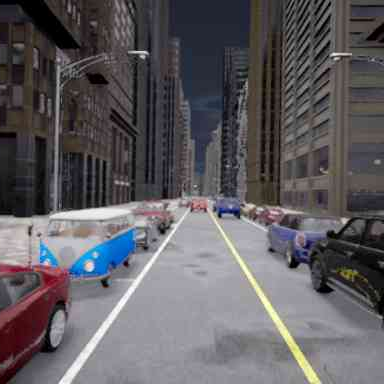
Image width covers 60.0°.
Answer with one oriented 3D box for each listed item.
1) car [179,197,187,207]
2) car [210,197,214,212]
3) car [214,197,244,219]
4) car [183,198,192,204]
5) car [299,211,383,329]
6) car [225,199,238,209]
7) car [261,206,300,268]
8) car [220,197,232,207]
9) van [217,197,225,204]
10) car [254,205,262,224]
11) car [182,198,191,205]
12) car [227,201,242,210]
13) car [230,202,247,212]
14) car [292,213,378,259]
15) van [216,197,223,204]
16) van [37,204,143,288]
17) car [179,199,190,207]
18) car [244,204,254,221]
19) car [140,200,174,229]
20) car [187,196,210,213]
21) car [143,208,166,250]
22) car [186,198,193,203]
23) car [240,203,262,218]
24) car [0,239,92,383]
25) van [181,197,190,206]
[{"bbox_3d":[-1.536,2.090,59.630,1.802,1.307,4.206,1,-1,1],"label":"car"},{"bbox_3d":[3.939,1.840,46.099,2.097,1.767,4.553,1,-1,1],"label":"car"},{"bbox_3d":[3.716,1.594,34.212,2.150,2.045,5.566,1,-1,2],"label":"car"},{"bbox_3d":[-1.046,2.295,82.097,1.947,1.339,4.313,1,-1,1],"label":"car"},{"bbox_3d":[3.965,1.356,6.107,2.150,2.045,5.566,1,-1,1],"label":"car"},{"bbox_3d":[6.988,2.113,59.459,1.967,1.590,4.097,1,-1,1],"label":"car"},{"bbox_3d":[4.091,1.538,12.045,2.097,1.767,4.553,1,0,1],"label":"car"},{"bbox_3d":[7.236,2.098,70.694,2.192,1.841,5.009,1,-1,1],"label":"car"},{"bbox_3d":[7.603,2.291,87.546,1.690,1.788,3.998,1,-1,1],"label":"van"},{"bbox_3d":[6.250,1.931,25.755,1.802,1.307,4.206,1,-1,1],"label":"car"},{"bbox_3d":[-1.168,2.218,76.480,1.887,1.381,4.507,1,-1,1],"label":"car"},{"bbox_3d":[6.863,2.163,53.841,1.887,1.381,4.507,1,-1,1],"label":"car"},{"bbox_3d":[6.740,2.129,48.223,1.947,1.339,4.313,1,-1,1],"label":"car"},{"bbox_3d":[6.009,1.773,14.690,1.752,1.417,4.829,1,-1,1],"label":"car"},{"bbox_3d":[7.726,2.347,93.163,1.690,1.788,3.998,1,-1,1],"label":"van"},{"bbox_3d":[-2.635,1.370,9.081,1.690,1.788,3.998,1,-1,1],"label":"van"},{"bbox_3d":[-1.413,2.129,65.247,1.947,1.339,4.313,1,-1,1],"label":"car"},{"bbox_3d":[6.372,1.983,31.371,1.802,1.307,4.206,1,-1,1],"label":"car"},{"bbox_3d":[-2.389,1.448,20.315,2.192,1.841,5.009,1,-1,1],"label":"car"},{"bbox_3d":[0.885,1.628,43.678,2.150,2.045,5.566,1,-1,1],"label":"car"},{"bbox_3d":[-2.517,1.632,14.696,2.008,1.369,4.403,1,-1,1],"label":"car"},{"bbox_3d":[-0.801,2.423,93.330,1.802,1.307,4.206,1,-1,1],"label":"car"},{"bbox_3d":[6.500,1.981,37.159,1.752,1.417,4.829,1,-1,1],"label":"car"},{"bbox_3d":[-2.762,1.522,3.462,1.887,1.381,4.507,1,0,1],"label":"car"},{"bbox_3d":[-1.286,1.959,70.866,1.690,1.788,3.998,1,-1,1],"label":"van"}]
